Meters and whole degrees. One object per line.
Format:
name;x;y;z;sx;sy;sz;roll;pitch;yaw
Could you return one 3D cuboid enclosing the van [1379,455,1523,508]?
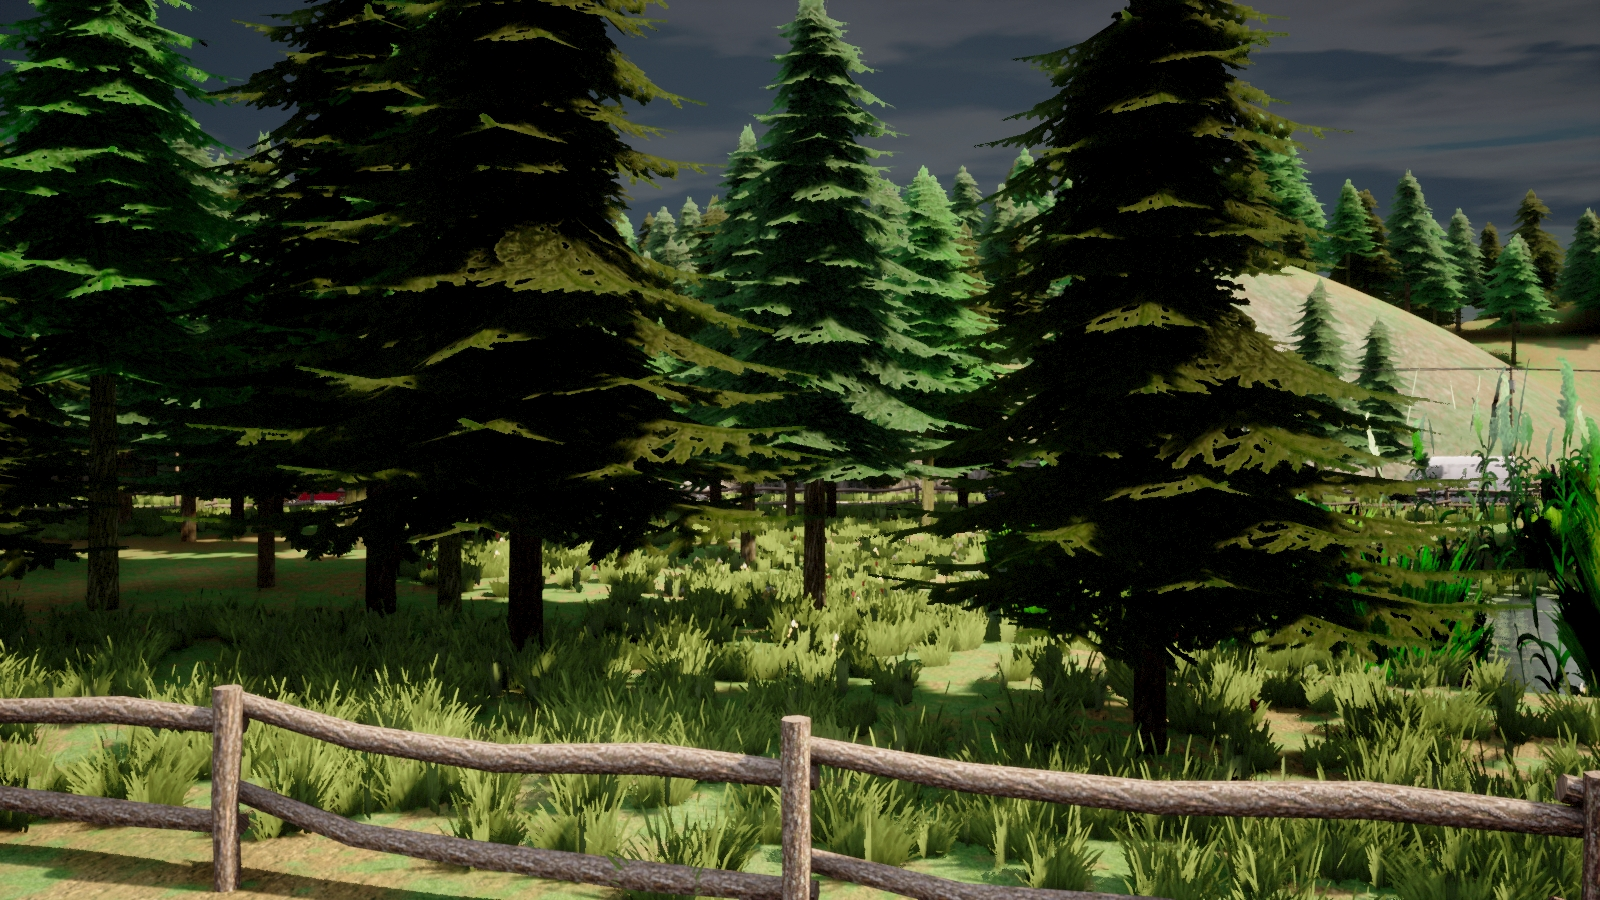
van;32.524;1.534;57.229;5.915;2.561;1.988;0;0;7
